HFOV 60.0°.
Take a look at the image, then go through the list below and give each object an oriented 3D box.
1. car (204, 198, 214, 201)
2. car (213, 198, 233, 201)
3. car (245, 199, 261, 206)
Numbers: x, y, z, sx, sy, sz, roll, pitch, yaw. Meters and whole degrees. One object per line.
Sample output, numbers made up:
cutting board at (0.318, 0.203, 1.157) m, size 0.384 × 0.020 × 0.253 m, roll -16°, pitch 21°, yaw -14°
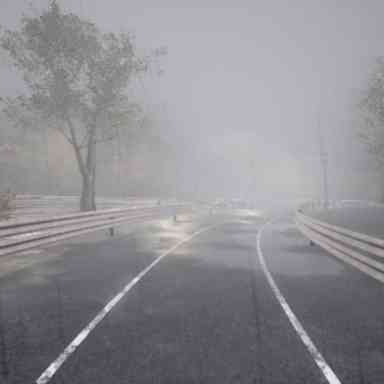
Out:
car at (4.558, 1.983, 69.919) m, size 1.882 × 1.535 × 5.008 m, roll 2°, pitch 0°, yaw 42°
car at (6.874, 2.117, 62.068) m, size 2.033 × 1.411 × 5.357 m, roll 2°, pitch 0°, yaw 42°
car at (13.714, 2.366, 74.788) m, size 1.994 × 1.385 × 4.181 m, roll 2°, pitch 0°, yaw 42°
